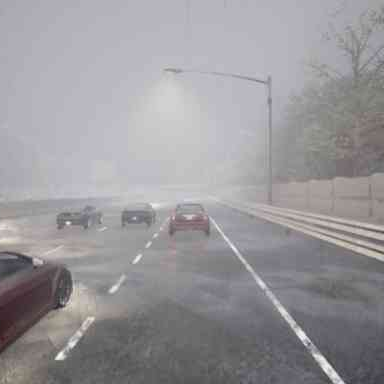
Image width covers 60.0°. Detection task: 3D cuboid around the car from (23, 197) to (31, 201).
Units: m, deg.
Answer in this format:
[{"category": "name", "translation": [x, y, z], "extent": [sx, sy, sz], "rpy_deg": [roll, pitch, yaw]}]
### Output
[{"category": "car", "translation": [-31.966, 1.690, 66.735], "extent": [1.895, 1.301, 4.718], "rpy_deg": [0, 0, 0]}]

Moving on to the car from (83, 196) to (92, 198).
[{"category": "car", "translation": [-21.480, 1.558, 68.649], "extent": [1.882, 1.535, 5.008], "rpy_deg": [0, 0, 0]}]

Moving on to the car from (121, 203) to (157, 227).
[{"category": "car", "translation": [-3.561, 1.474, 22.965], "extent": [1.882, 1.535, 5.008], "rpy_deg": [0, 0, 0]}]

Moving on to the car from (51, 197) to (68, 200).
[{"category": "car", "translation": [-24.949, 1.636, 64.174], "extent": [1.994, 1.385, 4.181], "rpy_deg": [0, 0, 0]}]

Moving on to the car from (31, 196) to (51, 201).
[{"category": "car", "translation": [-28.449, 1.596, 64.150], "extent": [1.837, 1.490, 4.892], "rpy_deg": [0, 0, 0]}]

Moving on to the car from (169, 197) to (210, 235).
[{"category": "car", "translation": [-0.134, 1.339, 18.852], "extent": [2.097, 1.767, 4.553], "rpy_deg": [0, 0, 0]}]

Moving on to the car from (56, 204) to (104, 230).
[{"category": "car", "translation": [-7.052, 1.515, 21.320], "extent": [1.837, 1.490, 4.892], "rpy_deg": [0, 0, 0]}]

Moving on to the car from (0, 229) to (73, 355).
[{"category": "car", "translation": [-3.439, 1.572, 5.186], "extent": [1.994, 1.385, 4.181], "rpy_deg": [0, 0, 0]}]
